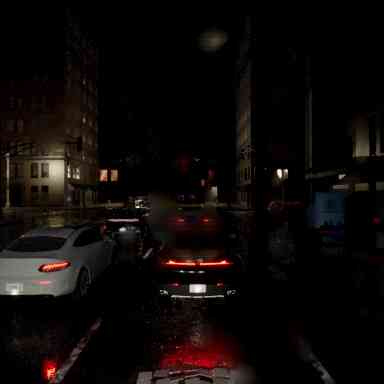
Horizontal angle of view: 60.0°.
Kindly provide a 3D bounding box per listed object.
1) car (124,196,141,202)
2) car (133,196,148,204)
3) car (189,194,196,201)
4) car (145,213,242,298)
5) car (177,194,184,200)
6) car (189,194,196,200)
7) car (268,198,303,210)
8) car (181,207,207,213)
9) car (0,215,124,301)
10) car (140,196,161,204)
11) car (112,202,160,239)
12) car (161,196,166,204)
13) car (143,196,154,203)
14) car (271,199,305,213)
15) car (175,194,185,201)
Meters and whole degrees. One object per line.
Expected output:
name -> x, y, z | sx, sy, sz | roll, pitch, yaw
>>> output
car -> -9.772, 1.524, 53.420 | 1.837, 1.490, 4.892 | 0, 0, 0
car -> -9.722, 1.511, 63.549 | 2.128, 1.511, 4.902 | 0, 0, 1
car -> 0.100, 1.605, 83.274 | 1.895, 1.301, 4.718 | 0, 0, 0
car -> 0.102, 1.508, 8.471 | 1.837, 1.490, 4.892 | 0, 0, 0
car -> -3.138, 1.319, 93.251 | 1.882, 1.535, 5.008 | 0, 0, 0
car -> 0.112, 1.381, 93.246 | 2.033, 1.411, 5.357 | 0, 0, 0
car -> 11.516, 1.478, 40.187 | 4.553, 1.767, 2.097 | 0, -1, 0
car -> 0.103, 1.532, 17.587 | 1.812, 1.442, 4.674 | 0, 0, 0
car -> -3.146, 1.528, 8.220 | 1.812, 1.442, 4.674 | 0, 0, 0
car -> -6.527, 1.524, 52.962 | 1.837, 1.490, 4.892 | 0, 0, 0
car -> -3.131, 1.498, 17.486 | 2.128, 1.511, 4.902 | 0, 0, 0
car -> -6.488, 1.546, 61.984 | 1.812, 1.442, 4.674 | 0, 0, 1
car -> -9.662, 1.544, 73.763 | 1.812, 1.442, 4.674 | 0, 0, 0
car -> 11.654, 1.685, 36.933 | 4.718, 1.301, 1.895 | 0, -1, 0
car -> -3.151, 1.535, 82.832 | 2.128, 1.511, 4.902 | 0, 0, 0
